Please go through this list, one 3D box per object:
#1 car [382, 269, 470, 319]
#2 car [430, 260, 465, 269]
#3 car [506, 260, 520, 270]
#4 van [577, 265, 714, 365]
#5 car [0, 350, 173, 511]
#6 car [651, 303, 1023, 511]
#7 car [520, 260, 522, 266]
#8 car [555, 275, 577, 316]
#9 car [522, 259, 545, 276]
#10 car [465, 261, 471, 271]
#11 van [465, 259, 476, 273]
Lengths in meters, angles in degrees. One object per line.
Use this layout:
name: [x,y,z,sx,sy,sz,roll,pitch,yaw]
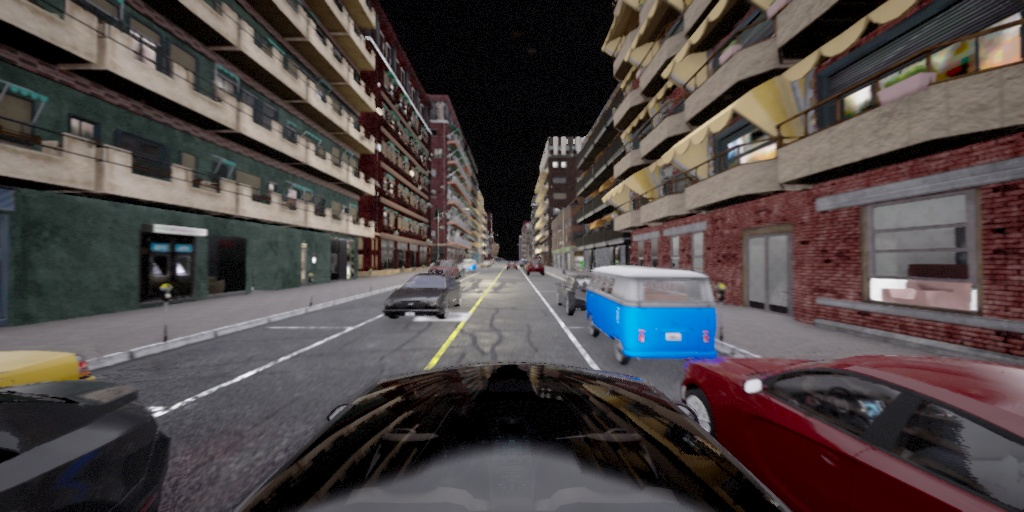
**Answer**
car: [-3.014,1.359,13.306,2.033,1.411,5.357,0,0,0]
car: [-5.685,1.223,30.487,2.192,1.841,5.009,0,0,0]
car: [0.010,1.609,59.638,1.812,1.442,4.674,0,0,0]
van: [2.693,1.123,7.839,1.690,1.789,3.998,0,0,0]
car: [-3.094,1.248,0.212,1.837,1.490,4.892,0,0,0]
car: [2.692,1.298,2.177,1.888,1.381,4.507,0,0,0]
car: [2.699,1.660,58.795,1.802,1.307,4.207,0,0,0]
car: [2.693,1.363,13.501,2.007,1.370,4.403,0,0,0]
car: [2.697,1.289,41.810,2.192,1.841,5.009,0,0,0]
car: [-5.683,1.491,36.148,2.007,1.370,4.403,0,0,0]
van: [-5.682,1.349,47.473,1.690,1.789,3.998,0,0,0]
